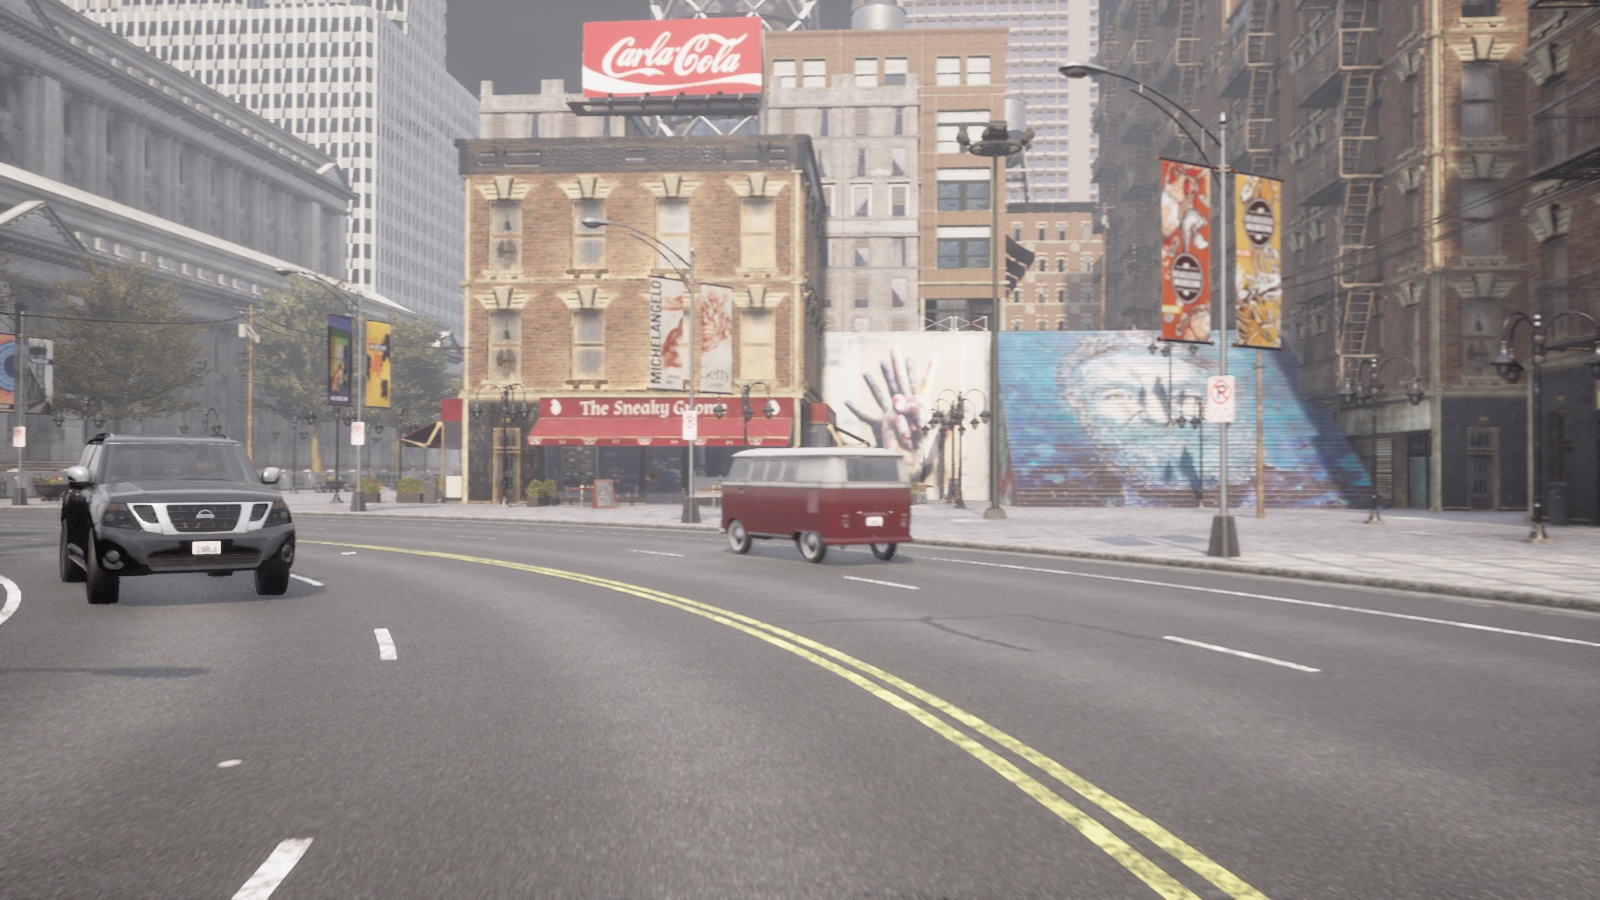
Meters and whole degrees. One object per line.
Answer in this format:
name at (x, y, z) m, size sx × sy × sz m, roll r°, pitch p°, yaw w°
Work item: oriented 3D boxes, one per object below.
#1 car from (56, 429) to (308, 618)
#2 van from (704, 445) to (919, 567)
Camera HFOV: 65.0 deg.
car at (-8.293, 0.851, 16.508) m, size 2.150 × 2.045 × 5.566 m, roll 0°, pitch -1°, yaw -35°
van at (0.087, 0.950, 22.833) m, size 1.775 × 1.987 × 4.442 m, roll 0°, pitch -1°, yaw -32°
